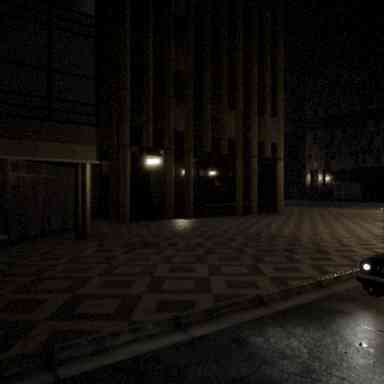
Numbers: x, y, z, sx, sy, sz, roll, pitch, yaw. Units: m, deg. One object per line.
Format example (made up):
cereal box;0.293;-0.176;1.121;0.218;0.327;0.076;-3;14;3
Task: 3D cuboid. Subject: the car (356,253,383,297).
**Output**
car;5.670;1.582;7.322;4.718;1.301;1.895;0;0;-35
